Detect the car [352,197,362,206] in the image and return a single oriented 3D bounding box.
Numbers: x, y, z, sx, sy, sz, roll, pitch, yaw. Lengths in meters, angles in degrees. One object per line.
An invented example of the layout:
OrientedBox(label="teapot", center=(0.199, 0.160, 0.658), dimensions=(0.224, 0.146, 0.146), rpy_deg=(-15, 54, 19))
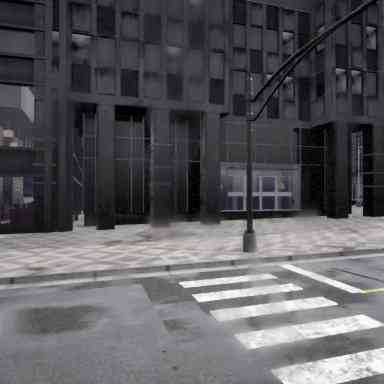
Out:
OrientedBox(label="car", center=(20.354, 1.319, 45.469), dimensions=(1.895, 1.301, 4.718), rpy_deg=(0, -1, -16))
